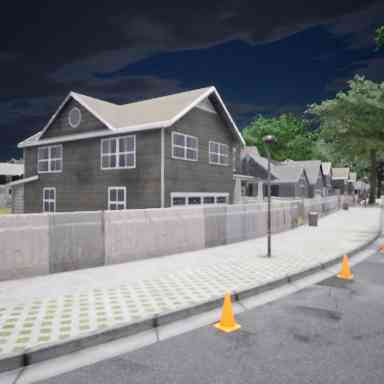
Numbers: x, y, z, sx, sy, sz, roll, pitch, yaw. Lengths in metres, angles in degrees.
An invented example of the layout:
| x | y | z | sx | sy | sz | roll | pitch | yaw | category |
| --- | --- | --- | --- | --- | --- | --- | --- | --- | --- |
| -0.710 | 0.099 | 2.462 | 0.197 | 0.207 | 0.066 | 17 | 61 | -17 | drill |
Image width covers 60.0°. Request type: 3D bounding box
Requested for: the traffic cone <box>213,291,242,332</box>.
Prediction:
| x | y | z | sx | sy | sz | roll | pitch | yaw | category |
| --- | --- | --- | --- | --- | --- | --- | --- | --- | --- |
| 0.592 | 1.952 | 5.539 | 0.340 | 0.580 | 0.340 | 0 | 0 | -41 | traffic cone |

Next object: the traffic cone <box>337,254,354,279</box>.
| x | y | z | sx | sy | sz | roll | pitch | yaw | category |
| --- | --- | --- | --- | --- | --- | --- | --- | --- | --- |
| 4.063 | 1.947 | 8.804 | 0.340 | 0.580 | 0.340 | 0 | 0 | 44 | traffic cone |

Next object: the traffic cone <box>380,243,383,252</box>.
| x | y | z | sx | sy | sz | roll | pitch | yaw | category |
| --- | --- | --- | --- | --- | --- | --- | --- | --- | --- |
| 7.210 | 1.942 | 12.382 | 0.340 | 0.580 | 0.340 | 0 | 0 | 39 | traffic cone |
